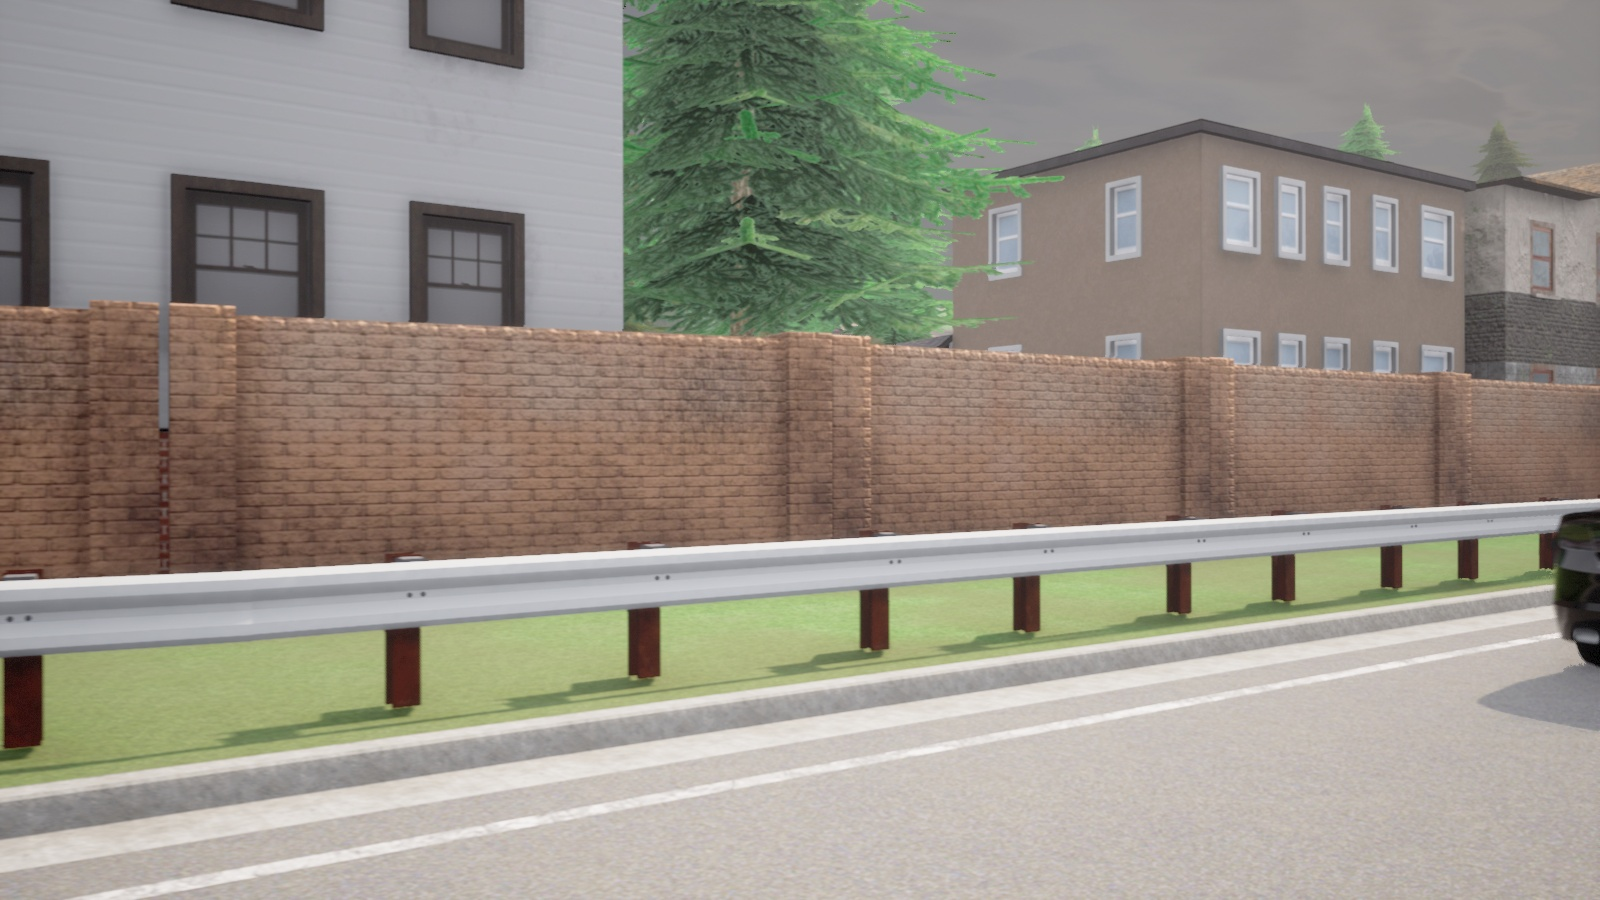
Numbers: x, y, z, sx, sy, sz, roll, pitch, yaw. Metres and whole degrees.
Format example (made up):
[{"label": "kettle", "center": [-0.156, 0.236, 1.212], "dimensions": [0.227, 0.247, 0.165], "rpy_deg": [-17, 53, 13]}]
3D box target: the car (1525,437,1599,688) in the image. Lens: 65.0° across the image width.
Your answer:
[{"label": "car", "center": [7.242, 0.674, 8.701], "dimensions": [5.008, 1.535, 1.882], "rpy_deg": [0, 0, -35]}]
